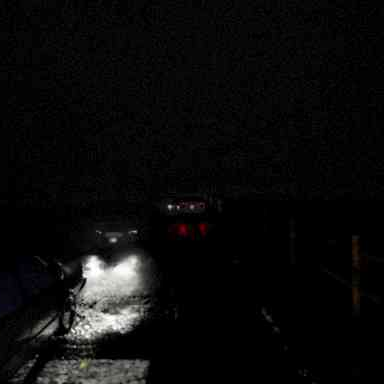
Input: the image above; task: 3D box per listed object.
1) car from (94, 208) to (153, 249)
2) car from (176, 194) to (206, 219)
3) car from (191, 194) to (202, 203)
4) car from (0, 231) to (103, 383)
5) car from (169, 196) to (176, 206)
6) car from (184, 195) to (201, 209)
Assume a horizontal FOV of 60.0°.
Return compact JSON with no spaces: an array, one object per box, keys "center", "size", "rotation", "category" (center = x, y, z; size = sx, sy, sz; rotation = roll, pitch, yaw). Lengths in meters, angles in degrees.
[{"center":[-2.851,1.482,14.534],"size":[2.128,1.511,4.902],"rotation":[0,0,0],"category":"car"},{"center":[0.053,1.207,28.676],"size":[2.150,2.045,5.566],"rotation":[0,0,1],"category":"car"},{"center":[0.909,1.354,68.531],"size":[2.097,1.767,4.553],"rotation":[0,0,0],"category":"car"},{"center":[-2.853,1.545,3.999],"size":[2.033,1.411,5.357],"rotation":[0,0,0],"category":"car"},{"center":[-2.856,1.472,56.293],"size":[1.882,1.535,5.008],"rotation":[0,0,0],"category":"car"},{"center":[0.048,1.338,44.929],"size":[2.097,1.767,4.553],"rotation":[0,0,0],"category":"car"}]
